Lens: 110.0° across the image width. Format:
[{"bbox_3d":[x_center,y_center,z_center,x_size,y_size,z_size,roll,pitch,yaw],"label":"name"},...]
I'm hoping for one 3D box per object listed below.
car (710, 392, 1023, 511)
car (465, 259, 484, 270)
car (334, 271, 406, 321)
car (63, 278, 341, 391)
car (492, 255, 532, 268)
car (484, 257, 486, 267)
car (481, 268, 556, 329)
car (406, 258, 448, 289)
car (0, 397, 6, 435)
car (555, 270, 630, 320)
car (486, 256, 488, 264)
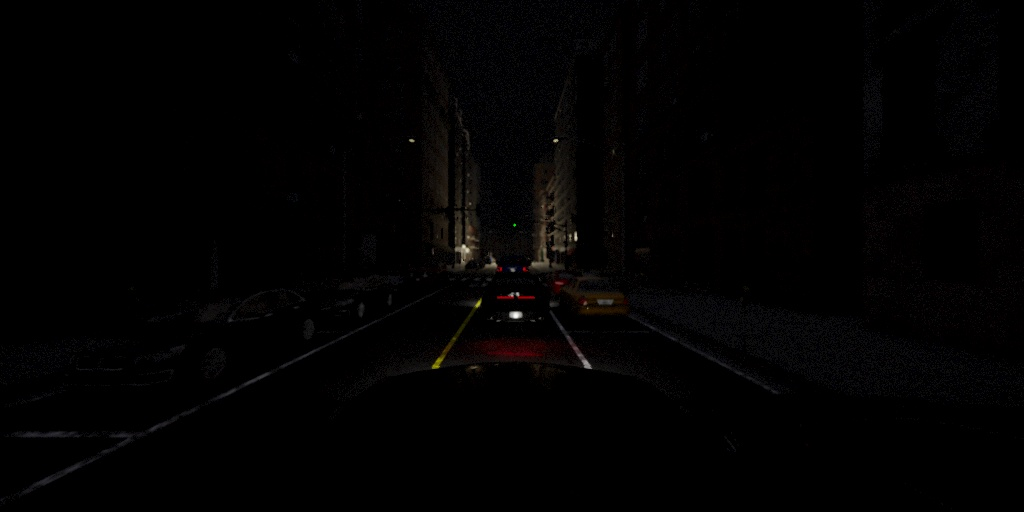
[{"bbox_3d":[2.637,1.316,1.435,1.948,1.339,4.313,0,0,0],"label":"car"},{"bbox_3d":[-5.431,1.226,49.551,2.007,1.370,4.403,0,0,0],"label":"car"},{"bbox_3d":[-5.398,1.285,12.263,2.007,1.370,4.403,0,0,0],"label":"car"},{"bbox_3d":[-5.393,1.294,6.849,2.007,1.370,4.403,0,0,0],"label":"car"},{"bbox_3d":[0.107,0.939,24.205,2.150,2.045,5.566,0,0,1],"label":"car"},{"bbox_3d":[-5.437,1.211,55.006,1.888,1.381,4.507,0,0,0],"label":"car"},{"bbox_3d":[0.092,1.237,11.192,1.837,1.490,4.892,0,-1,0],"label":"car"},{"bbox_3d":[-5.407,1.032,23.088,2.192,1.841,5.009,0,0,0],"label":"car"},{"bbox_3d":[-5.388,1.332,1.436,1.802,1.307,4.207,0,0,0],"label":"car"},{"bbox_3d":[2.627,1.260,12.431,1.751,1.417,4.829,0,0,0],"label":"car"},{"bbox_3d":[-5.441,1.181,60.289,1.751,1.417,4.829,0,0,0],"label":"car"}]
